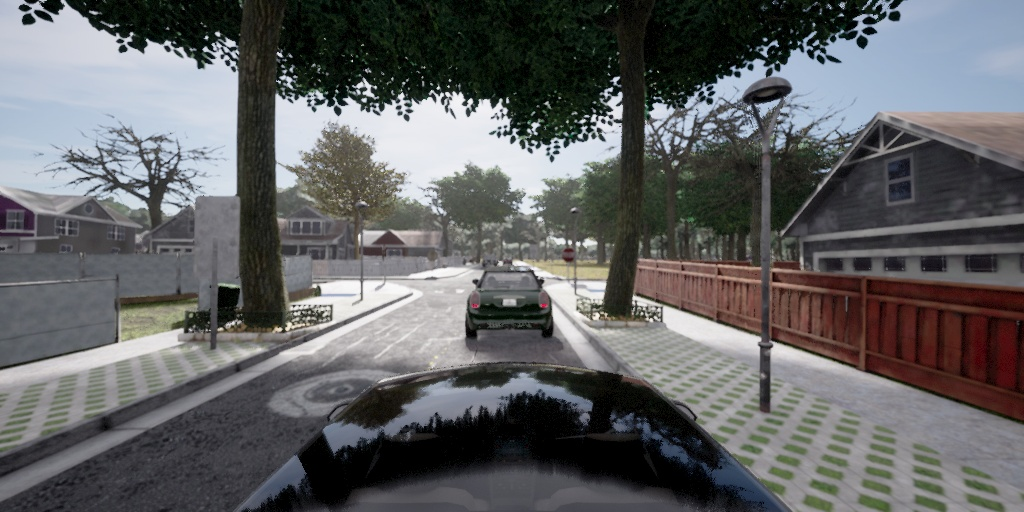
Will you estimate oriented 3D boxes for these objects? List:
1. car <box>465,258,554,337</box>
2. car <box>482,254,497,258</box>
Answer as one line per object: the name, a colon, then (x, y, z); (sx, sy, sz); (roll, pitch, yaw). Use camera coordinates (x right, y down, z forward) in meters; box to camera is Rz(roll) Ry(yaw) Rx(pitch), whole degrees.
car: (-0.099, 1.055, 10.270); (2.097, 1.767, 4.553); (0, 0, -1)
car: (-3.513, 0.752, 57.115); (2.150, 2.045, 5.566); (0, 0, 0)
